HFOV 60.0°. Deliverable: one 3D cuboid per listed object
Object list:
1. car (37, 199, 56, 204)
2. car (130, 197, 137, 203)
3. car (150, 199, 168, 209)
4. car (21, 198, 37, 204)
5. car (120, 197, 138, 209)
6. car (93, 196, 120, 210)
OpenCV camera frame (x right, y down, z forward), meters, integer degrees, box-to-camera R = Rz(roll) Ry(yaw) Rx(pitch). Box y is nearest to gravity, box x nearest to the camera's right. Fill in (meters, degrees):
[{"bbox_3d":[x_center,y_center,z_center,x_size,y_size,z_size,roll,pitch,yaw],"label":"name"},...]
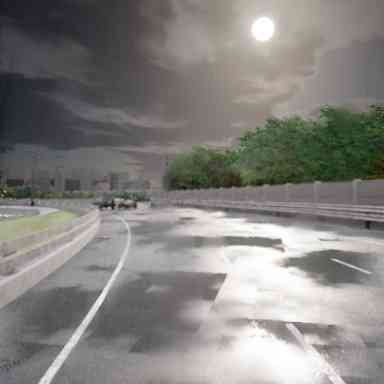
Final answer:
[{"bbox_3d":[-35.134,2.344,81.418,4.902,1.511,2.128,-1,0,40],"label":"car"},{"bbox_3d":[-16.088,2.152,91.904,1.837,1.490,4.892,-1,0,-11],"label":"car"},{"bbox_3d":[-5.231,1.873,52.264,2.033,1.411,5.357,-1,0,-18],"label":"car"},{"bbox_3d":[-39.224,2.215,80.164,4.553,1.767,2.097,-1,0,37],"label":"car"},{"bbox_3d":[-9.875,1.900,51.254,1.812,1.442,4.674,0,0,-32],"label":"car"},{"bbox_3d":[-13.266,1.629,50.118,2.150,2.045,5.566,0,0,-32],"label":"car"}]
